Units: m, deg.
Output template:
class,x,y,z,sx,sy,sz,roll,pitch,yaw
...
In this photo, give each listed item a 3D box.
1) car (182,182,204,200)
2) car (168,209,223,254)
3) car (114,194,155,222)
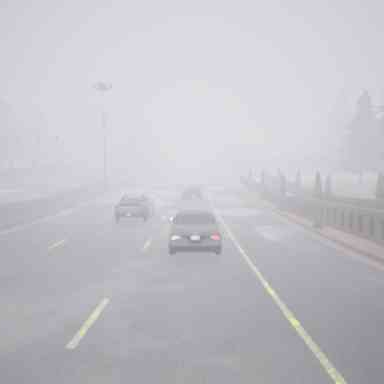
class,x,y,z,sx,sy,sz,roll,pitch,yaw
car,0.047,-0.193,31.358,1.812,1.442,4.674,0,7,0
car,0.100,1.341,12.628,2.033,1.411,5.357,0,2,0
car,-3.406,0.849,20.287,2.128,1.511,4.902,0,4,0
